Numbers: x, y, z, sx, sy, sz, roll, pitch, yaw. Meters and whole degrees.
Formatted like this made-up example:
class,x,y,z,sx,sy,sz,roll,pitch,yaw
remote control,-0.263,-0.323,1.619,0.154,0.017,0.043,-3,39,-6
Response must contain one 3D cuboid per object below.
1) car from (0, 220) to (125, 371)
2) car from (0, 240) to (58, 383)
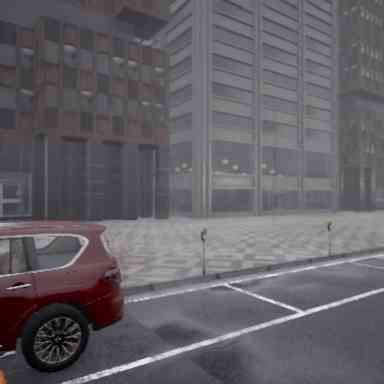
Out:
class,x,y,z,sx,sy,sz,roll,pitch,yaw
car,-3.335,1.351,4.239,5.009,1.841,2.192,1,-1,-34
car,-3.126,1.348,1.159,4.553,1.767,2.097,1,-1,-34
